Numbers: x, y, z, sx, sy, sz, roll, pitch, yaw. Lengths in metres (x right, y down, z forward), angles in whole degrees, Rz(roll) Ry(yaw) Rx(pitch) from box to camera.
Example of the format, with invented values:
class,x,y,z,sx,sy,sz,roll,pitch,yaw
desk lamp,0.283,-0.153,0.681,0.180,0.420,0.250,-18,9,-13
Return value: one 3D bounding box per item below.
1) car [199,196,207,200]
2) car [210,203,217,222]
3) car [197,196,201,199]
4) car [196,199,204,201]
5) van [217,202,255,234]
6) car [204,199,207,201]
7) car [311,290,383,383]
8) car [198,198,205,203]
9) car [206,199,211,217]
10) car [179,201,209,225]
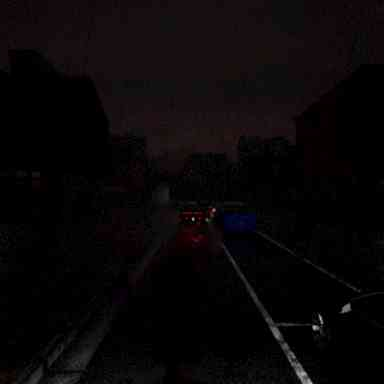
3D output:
class,x,y,z,sx,sy,sz,roll,pitch,yaw
car,2.608,2.049,63.488,1.752,1.417,4.829,1,-1,0
car,2.631,1.717,25.563,1.752,1.417,4.829,1,0,0
car,2.606,2.015,68.822,1.967,1.590,4.097,1,-1,0
car,0.081,1.804,36.095,1.812,1.442,4.674,0,0,0
van,2.637,1.488,19.853,1.690,1.788,3.998,1,0,0
car,2.624,1.826,36.474,1.887,1.381,4.507,1,0,0
car,2.644,1.590,3.231,1.947,1.339,4.313,1,0,0
car,2.590,2.386,90.834,1.802,1.307,4.206,1,-1,0
car,2.628,1.675,30.933,1.967,1.590,4.097,1,0,0
car,0.082,1.697,25.748,1.837,1.490,4.892,0,-1,0
